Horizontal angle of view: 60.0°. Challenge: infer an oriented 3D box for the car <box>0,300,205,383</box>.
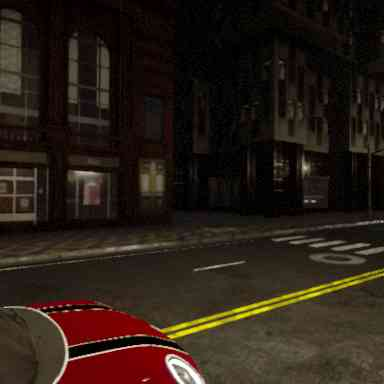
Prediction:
[{"bbox_3d":[-2.022,1.351,1.999,4.553,1.767,2.097,0,0,-36],"label":"car"}]
